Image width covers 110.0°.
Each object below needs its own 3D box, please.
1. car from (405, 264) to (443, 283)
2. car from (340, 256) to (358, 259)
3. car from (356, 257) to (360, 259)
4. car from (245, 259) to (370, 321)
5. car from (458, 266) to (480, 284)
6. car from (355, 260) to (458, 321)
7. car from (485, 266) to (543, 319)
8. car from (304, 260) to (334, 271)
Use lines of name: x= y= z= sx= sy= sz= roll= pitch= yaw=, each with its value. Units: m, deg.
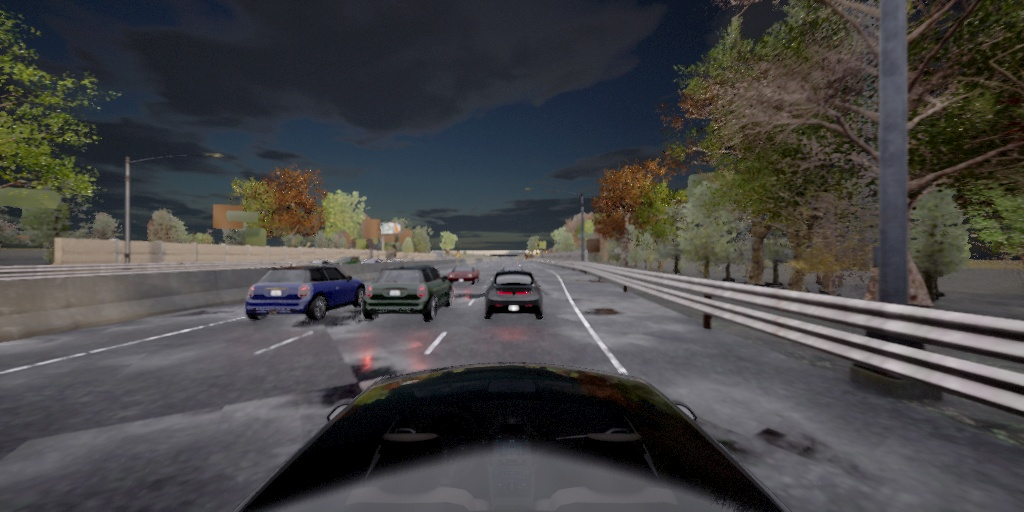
car: x=-6.934 y=1.336 z=28.572 sx=1.994 sy=1.385 sz=4.181 roll=0 pitch=0 yaw=0
car: x=-24.564 y=1.032 z=53.620 sx=2.150 sy=2.045 sz=5.566 roll=0 pitch=0 yaw=1
car: x=-21.068 y=1.291 z=53.861 sx=1.882 sy=1.535 sz=5.008 roll=0 pitch=0 yaw=0
car: x=-6.935 y=1.108 z=12.691 sx=2.097 sy=1.767 sz=4.553 roll=0 pitch=0 yaw=0
car: x=-3.446 y=1.371 z=26.580 sx=1.895 sy=1.301 sz=4.718 roll=0 pitch=0 yaw=0
car: x=-3.434 y=1.108 z=12.689 sx=2.097 sy=1.767 sz=4.553 roll=0 pitch=0 yaw=0
car: x=0.067 y=1.264 z=12.917 sx=1.837 sy=1.490 sz=4.892 roll=0 pitch=0 yaw=0
car: x=-28.067 y=1.335 z=52.396 sx=1.812 sy=1.442 sz=4.674 roll=0 pitch=0 yaw=0
